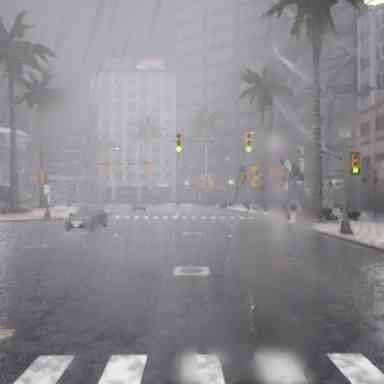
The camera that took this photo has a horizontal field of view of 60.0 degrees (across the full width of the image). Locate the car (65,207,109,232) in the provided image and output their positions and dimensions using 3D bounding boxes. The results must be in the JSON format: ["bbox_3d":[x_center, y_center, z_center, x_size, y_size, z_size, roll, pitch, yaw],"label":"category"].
[{"bbox_3d":[-7.010,1.780,22.577,2.128,1.511,4.902,0,-1,0],"label":"car"}]

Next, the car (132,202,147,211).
[{"bbox_3d":[-8.017,2.246,50.680,1.895,1.301,4.718,0,-1,-15],"label":"car"}]
